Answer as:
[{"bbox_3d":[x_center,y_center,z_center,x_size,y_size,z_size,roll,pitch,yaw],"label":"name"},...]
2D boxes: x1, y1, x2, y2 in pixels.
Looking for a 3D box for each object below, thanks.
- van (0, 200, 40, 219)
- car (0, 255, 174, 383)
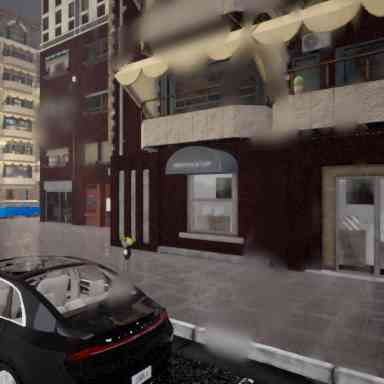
[{"bbox_3d":[-16.559,1.707,32.133,1.690,1.788,3.998,-1,-2,35],"label":"van"},{"bbox_3d":[-2.263,1.551,4.483,4.403,1.369,2.008,0,0,35],"label":"car"}]
